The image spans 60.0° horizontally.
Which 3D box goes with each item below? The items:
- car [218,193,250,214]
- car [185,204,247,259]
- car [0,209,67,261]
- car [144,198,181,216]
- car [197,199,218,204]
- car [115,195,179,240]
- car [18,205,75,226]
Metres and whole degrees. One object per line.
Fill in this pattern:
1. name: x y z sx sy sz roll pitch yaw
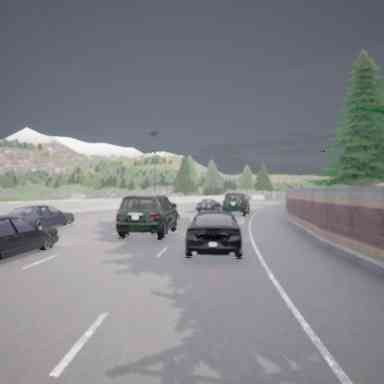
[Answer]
1. car: 4.214 1.137 31.404 2.150 2.045 5.566 0 0 14
2. car: 0.874 1.441 12.597 1.882 1.535 5.008 0 0 5
3. car: -6.363 1.496 10.787 2.033 1.411 5.357 0 0 5
4. car: -2.765 1.384 32.203 2.128 1.511 4.902 0 0 13
5. car: 1.854 1.441 36.106 2.033 1.411 5.357 0 0 16
6. car: -2.109 1.165 16.963 2.150 2.045 5.566 0 0 7
7. car: -8.887 1.462 19.351 2.033 1.411 5.357 0 0 8
